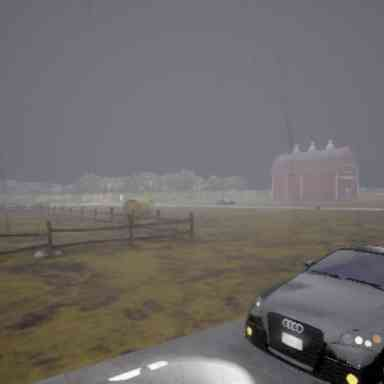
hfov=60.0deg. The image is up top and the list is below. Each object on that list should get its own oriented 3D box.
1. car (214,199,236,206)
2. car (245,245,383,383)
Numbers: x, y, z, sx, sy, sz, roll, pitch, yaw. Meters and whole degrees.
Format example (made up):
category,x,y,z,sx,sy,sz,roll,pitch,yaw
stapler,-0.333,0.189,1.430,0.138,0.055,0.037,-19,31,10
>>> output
category,x,y,z,sx,sy,sz,roll,pitch,yaw
car,6.655,2.031,68.026,2.033,1.411,5.357,0,-1,-36
car,2.798,1.566,5.067,4.181,1.385,1.994,0,0,-35
